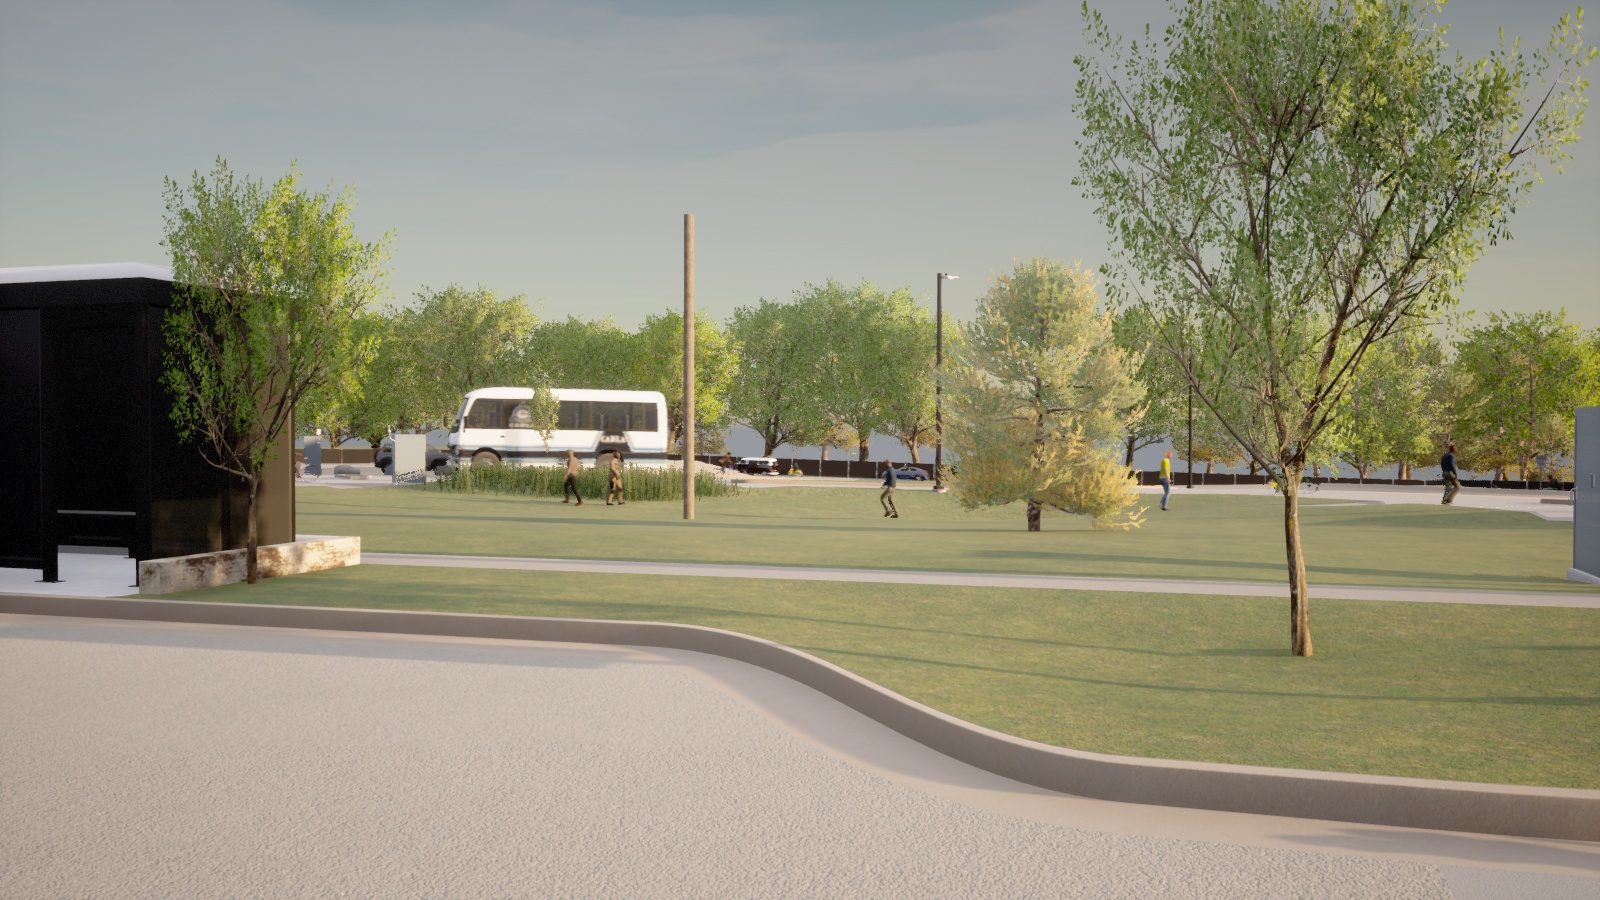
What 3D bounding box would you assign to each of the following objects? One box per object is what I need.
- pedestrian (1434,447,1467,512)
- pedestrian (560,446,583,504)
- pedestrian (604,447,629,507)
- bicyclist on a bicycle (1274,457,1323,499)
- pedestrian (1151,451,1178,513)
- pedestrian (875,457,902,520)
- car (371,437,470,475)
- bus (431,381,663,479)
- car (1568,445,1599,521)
[{"bbox_3d":[18.680,0.844,36.046,0.726,1.835,0.370,0,1,-2],"label":"pedestrian"},{"bbox_3d":[-7.315,0.807,40.243,0.634,1.846,0.331,1,1,8],"label":"pedestrian"},{"bbox_3d":[-6.024,0.870,41.151,0.692,1.930,0.396,1,1,15],"label":"pedestrian"},{"bbox_3d":[19.403,1.075,48.905,1.656,1.620,0.582,-1,0,41],"label":"bicyclist on a bicycle"},{"bbox_3d":[10.793,0.942,37.170,0.706,1.836,0.354,1,1,10],"label":"pedestrian"},{"bbox_3d":[2.668,1.147,37.683,0.726,1.842,0.402,1,1,16],"label":"pedestrian"},{"bbox_3d":[-20.102,0.318,66.677,4.605,1.855,1.932,1,-1,6],"label":"car"},{"bbox_3d":[-12.043,-0.881,59.622,10.273,4.253,3.944,1,1,-19],"label":"bus"},{"bbox_3d":[18.287,0.717,25.949,2.152,1.651,5.027,1,-1,6],"label":"car"}]
